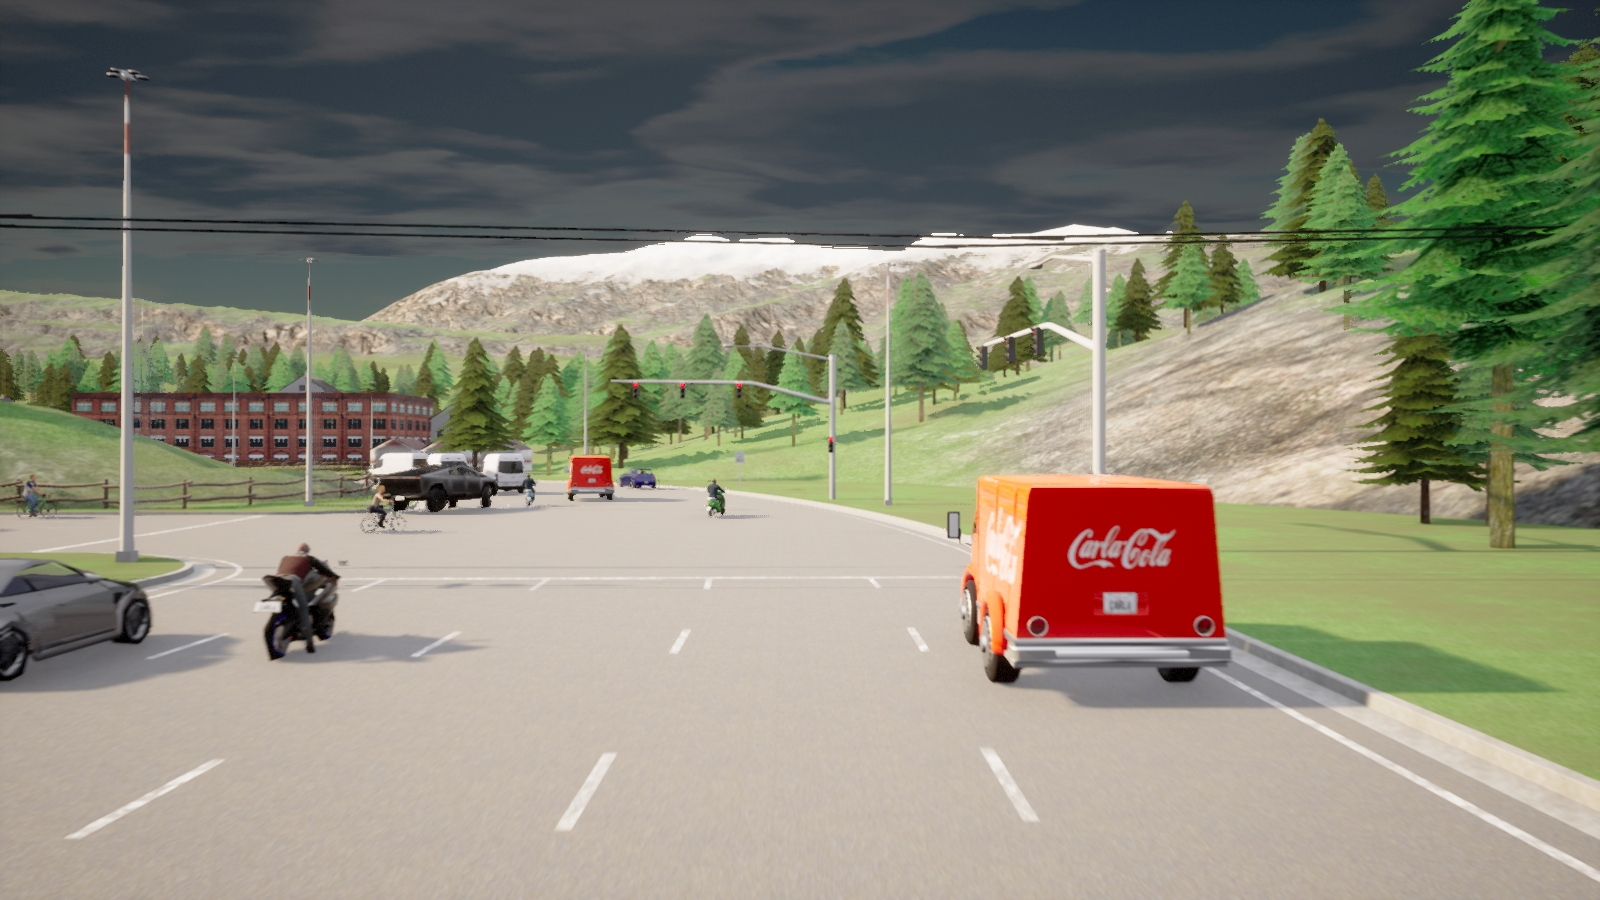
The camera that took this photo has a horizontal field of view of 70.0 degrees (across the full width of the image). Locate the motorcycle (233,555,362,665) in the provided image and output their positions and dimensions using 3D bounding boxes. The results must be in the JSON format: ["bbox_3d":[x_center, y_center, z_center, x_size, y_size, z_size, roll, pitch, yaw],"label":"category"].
[{"bbox_3d":[-7.040,2.205,16.150,0.867,1.251,2.209,0,0,-1],"label":"motorcycle"}]

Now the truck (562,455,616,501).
[{"bbox_3d":[-12.099,1.570,65.326,2.627,2.467,5.204,0,0,-15],"label":"truck"}]

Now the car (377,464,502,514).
[{"bbox_3d":[-16.570,1.754,52.941,2.390,2.098,6.274,0,0,17],"label":"car"}]

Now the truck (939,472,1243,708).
[{"bbox_3d":[3.484,1.568,15.025,2.627,2.467,5.204,0,0,-1],"label":"truck"}]

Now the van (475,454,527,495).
[{"bbox_3d":[-19.722,1.535,75.071,1.988,2.561,5.915,1,0,-28],"label":"van"}]

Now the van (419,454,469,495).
[{"bbox_3d":[-23.107,1.535,74.053,1.988,2.561,5.915,0,0,-29],"label":"van"}]

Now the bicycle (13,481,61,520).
[{"bbox_3d":[-30.954,2.055,46.359,1.643,1.496,0.373,-2,0,-1],"label":"bicycle"}]

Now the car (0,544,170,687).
[{"bbox_3d":[-10.518,2.119,15.221,1.994,1.385,4.181,0,0,-1],"label":"car"}]

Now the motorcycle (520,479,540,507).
[{"bbox_3d":[-13.563,2.142,57.350,0.856,1.316,1.805,-2,1,-11],"label":"motorcycle"}]

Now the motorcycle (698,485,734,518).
[{"bbox_3d":[-3.494,2.142,47.809,0.856,1.316,1.805,-2,-1,17],"label":"motorcycle"}]

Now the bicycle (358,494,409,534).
[{"bbox_3d":[-14.041,2.158,38.538,1.487,1.276,0.859,0,-1,-31],"label":"bicycle"}]
